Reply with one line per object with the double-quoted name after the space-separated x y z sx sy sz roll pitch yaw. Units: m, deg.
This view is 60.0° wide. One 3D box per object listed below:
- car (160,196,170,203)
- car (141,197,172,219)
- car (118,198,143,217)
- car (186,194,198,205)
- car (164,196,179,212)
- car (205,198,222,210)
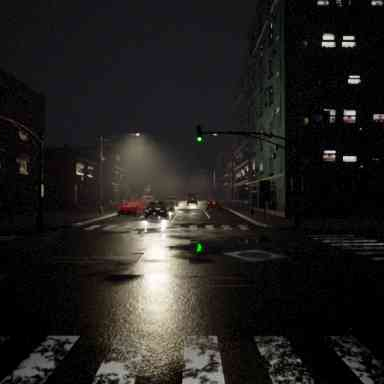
-5.665 1.601 70.947 1.802 1.307 4.206 1 0 0 "car"
-3.089 1.512 29.752 1.837 1.490 4.892 0 0 0 "car"
-5.748 1.552 31.144 1.887 1.381 4.507 1 0 0 "car"
0.010 1.562 58.813 2.033 1.411 5.357 0 0 0 "car"
-3.081 1.557 40.147 2.033 1.411 5.357 0 0 0 "car"
2.713 1.450 42.573 1.967 1.590 4.097 1 0 0 "car"
